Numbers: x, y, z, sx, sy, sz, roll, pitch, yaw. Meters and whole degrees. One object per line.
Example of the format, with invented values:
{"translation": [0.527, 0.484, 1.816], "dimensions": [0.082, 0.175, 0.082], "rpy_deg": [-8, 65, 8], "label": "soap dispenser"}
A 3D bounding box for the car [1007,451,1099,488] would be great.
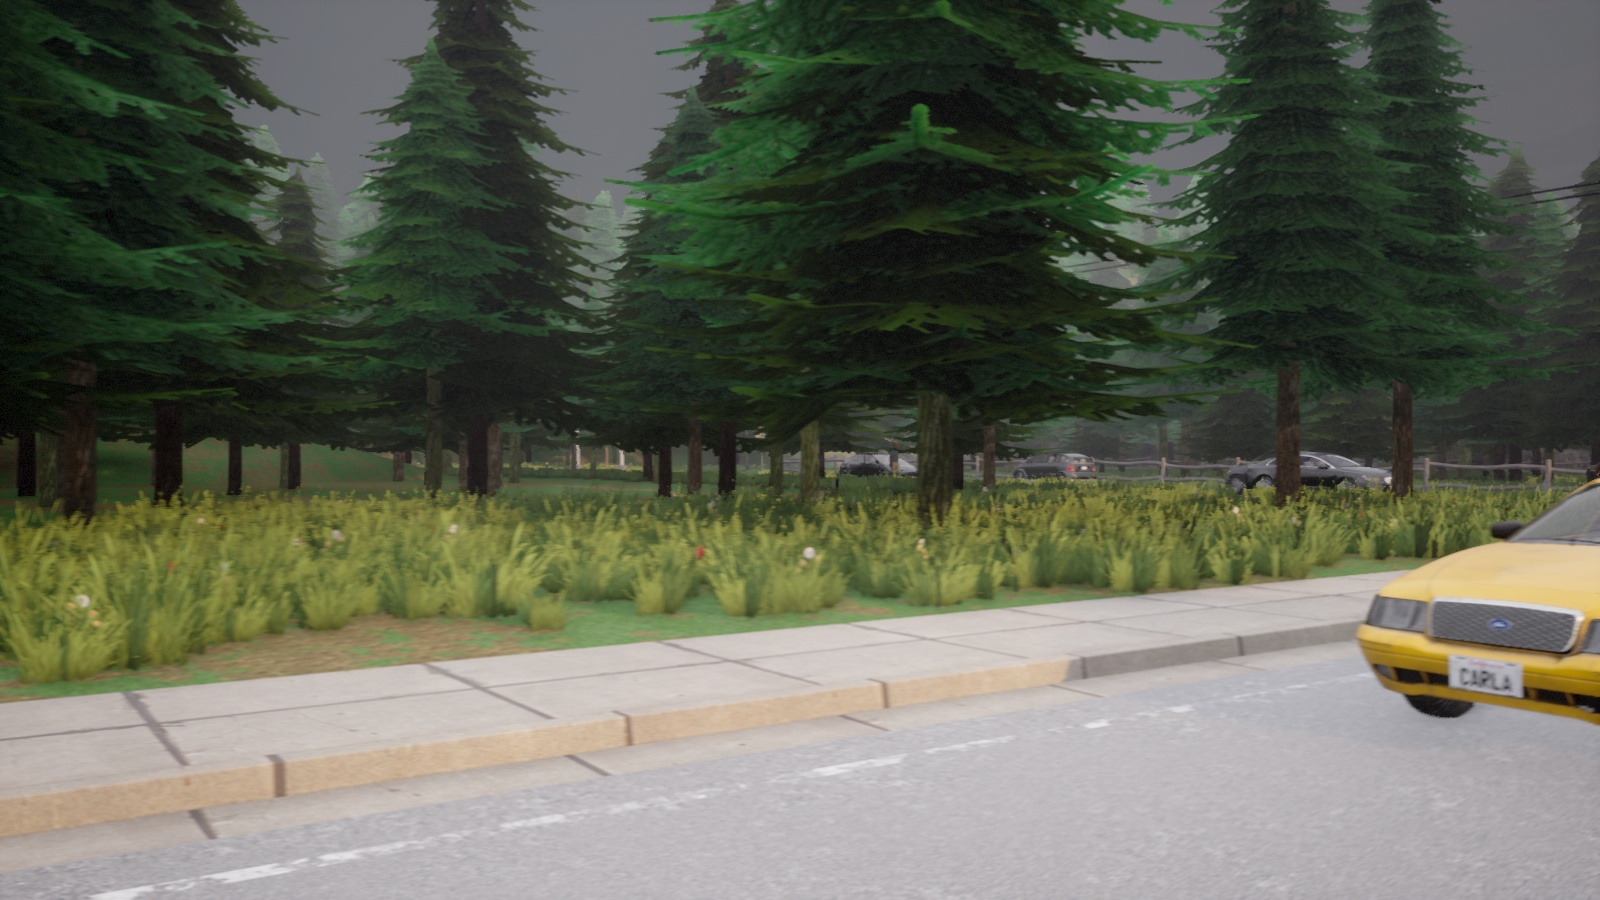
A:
{"translation": [10.796, 0.805, 53.795], "dimensions": [1.789, 1.549, 3.705], "rpy_deg": [0, 0, -34], "label": "car"}

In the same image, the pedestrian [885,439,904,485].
{"translation": [3.823, 0.496, 50.606], "dimensions": [0.370, 1.835, 0.726], "rpy_deg": [0, 0, -36], "label": "pedestrian"}

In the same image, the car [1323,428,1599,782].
{"translation": [5.508, 0.690, 7.493], "dimensions": [5.366, 1.575, 1.801], "rpy_deg": [0, 0, -35], "label": "car"}

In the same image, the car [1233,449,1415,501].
{"translation": [16.262, 0.728, 39.260], "dimensions": [2.128, 1.511, 4.902], "rpy_deg": [0, 0, -33], "label": "car"}

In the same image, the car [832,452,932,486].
{"translation": [3.730, 0.852, 58.094], "dimensions": [2.163, 1.488, 4.792], "rpy_deg": [0, 0, -34], "label": "car"}

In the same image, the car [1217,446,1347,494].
{"translation": [17.020, 0.683, 44.497], "dimensions": [1.851, 1.617, 3.988], "rpy_deg": [0, 0, -33], "label": "car"}
